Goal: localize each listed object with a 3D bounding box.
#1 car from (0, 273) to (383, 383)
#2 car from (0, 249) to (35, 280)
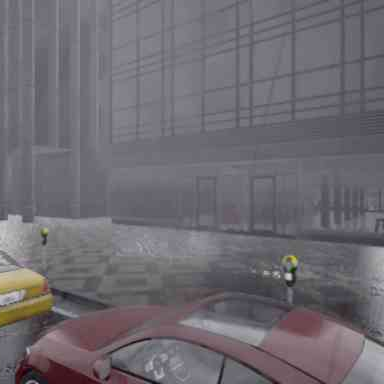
[{"bbox_3d":[0.207,1.581,2.815,4.206,1.307,1.802,0,0,36],"label":"car"},{"bbox_3d":[-4.554,1.519,6.211,4.829,1.417,1.752,0,0,36],"label":"car"}]
